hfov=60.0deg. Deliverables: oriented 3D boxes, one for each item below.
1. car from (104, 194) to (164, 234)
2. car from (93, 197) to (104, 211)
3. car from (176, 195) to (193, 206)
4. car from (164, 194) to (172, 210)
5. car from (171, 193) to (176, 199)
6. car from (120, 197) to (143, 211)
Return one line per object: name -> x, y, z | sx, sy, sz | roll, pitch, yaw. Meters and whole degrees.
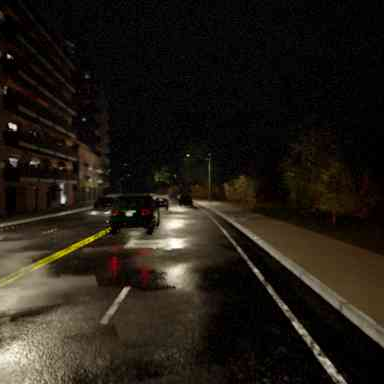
car -> -3.055, 1.144, 18.703 | 2.150, 2.045, 5.566 | -1, 0, -1
car -> -10.428, 1.349, 39.791 | 1.882, 1.535, 5.008 | -1, 1, -3
car -> -0.925, 1.198, 47.285 | 1.882, 1.535, 5.008 | -1, 0, -4
car -> -3.712, 1.346, 39.892 | 2.033, 1.411, 5.357 | -1, 0, -3
car -> -4.832, 1.045, 83.726 | 2.033, 1.411, 5.357 | -1, 0, -8
car -> -7.171, 1.383, 39.925 | 2.033, 1.411, 5.357 | -1, 0, -3
